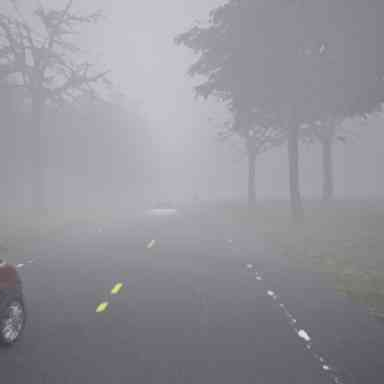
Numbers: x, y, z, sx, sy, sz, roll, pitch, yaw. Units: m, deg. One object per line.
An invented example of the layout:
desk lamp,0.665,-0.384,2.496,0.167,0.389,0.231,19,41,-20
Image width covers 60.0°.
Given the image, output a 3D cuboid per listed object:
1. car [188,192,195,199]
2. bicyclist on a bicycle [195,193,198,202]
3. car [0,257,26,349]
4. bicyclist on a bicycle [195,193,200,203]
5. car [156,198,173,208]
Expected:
car,-0.074,1.033,79.559,2.033,1.411,5.357,0,1,0
bicyclist on a bicycle,0.900,1.022,66.698,0.659,1.776,1.843,0,1,0
car,-3.603,1.351,3.204,2.097,1.767,4.553,0,0,0
bicyclist on a bicycle,0.916,1.179,57.469,0.866,1.612,1.509,0,0,0
car,-3.633,1.459,44.422,1.895,1.301,4.718,0,0,0
